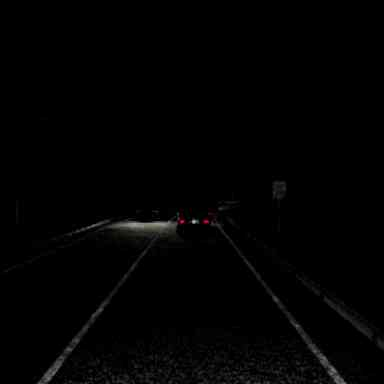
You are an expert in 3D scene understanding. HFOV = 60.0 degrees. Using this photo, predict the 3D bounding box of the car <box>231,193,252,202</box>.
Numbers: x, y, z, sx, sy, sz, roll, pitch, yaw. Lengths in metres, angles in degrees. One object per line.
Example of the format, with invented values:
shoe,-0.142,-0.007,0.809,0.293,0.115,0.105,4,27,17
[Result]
car,9.951,1.043,66.706,4.553,1.767,2.097,-1,0,-40

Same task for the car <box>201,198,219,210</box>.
car,2.055,1.435,39.066,2.128,1.511,4.902,0,0,12

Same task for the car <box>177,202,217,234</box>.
car,0.113,1.526,19.095,2.033,1.411,5.357,0,0,0

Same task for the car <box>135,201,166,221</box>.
car,-3.337,1.448,27.292,1.882,1.535,5.008,0,0,3
